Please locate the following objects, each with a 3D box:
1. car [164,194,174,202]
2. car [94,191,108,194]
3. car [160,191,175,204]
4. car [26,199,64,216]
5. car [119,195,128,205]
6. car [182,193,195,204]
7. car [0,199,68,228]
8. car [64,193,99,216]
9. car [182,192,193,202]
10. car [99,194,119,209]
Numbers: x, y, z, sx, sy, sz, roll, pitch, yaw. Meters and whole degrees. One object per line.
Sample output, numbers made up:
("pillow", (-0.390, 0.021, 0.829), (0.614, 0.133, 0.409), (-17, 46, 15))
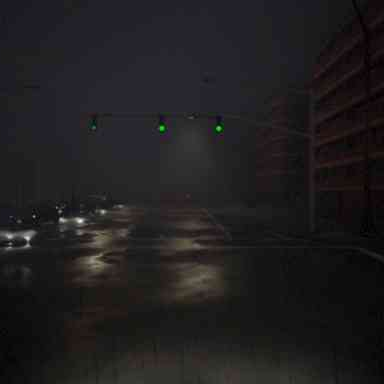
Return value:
("car", (-4.403, 1.090, 64.801), (1.812, 1.442, 4.674), (0, 0, -1))
("car", (-14.659, 0.901, 52.278), (2.150, 2.045, 5.566), (0, 1, 0))
("car", (-4.055, 0.893, 54.092), (2.150, 2.045, 5.566), (0, 1, -1))
("car", (-14.262, 1.482, 32.553), (1.994, 1.385, 4.181), (0, 1, -2))
("car", (-11.148, 1.237, 51.842), (2.033, 1.411, 5.357), (0, 1, -1))
("car", (-0.556, 1.168, 54.149), (2.128, 1.511, 4.902), (0, 1, -1))
("car", (-10.529, 1.499, 22.622), (2.128, 1.511, 4.902), (0, 0, -1))
("car", (-10.735, 1.285, 31.663), (2.097, 1.767, 4.553), (0, 1, -1))
("car", (-0.897, 0.923, 64.535), (2.097, 1.767, 4.553), (0, 0, -1))
("car", (-10.958, 1.364, 41.306), (2.033, 1.411, 5.357), (0, 1, -1))
